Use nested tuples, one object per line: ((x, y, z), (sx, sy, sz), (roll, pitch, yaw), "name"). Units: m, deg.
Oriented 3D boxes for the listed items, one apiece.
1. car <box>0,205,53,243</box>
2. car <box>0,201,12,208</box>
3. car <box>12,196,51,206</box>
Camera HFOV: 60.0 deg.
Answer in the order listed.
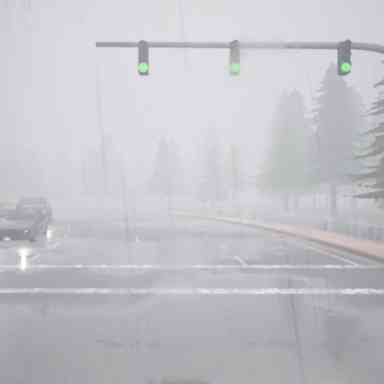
((-8.424, 1.616, 16.577), (2.033, 1.411, 5.357), (0, 0, -15), "car")
((-19.047, 1.663, 33.815), (5.008, 1.535, 1.882), (0, 0, 41), "car")
((-12.418, 1.353, 25.953), (2.150, 2.045, 5.566), (0, 0, -32), "car")
